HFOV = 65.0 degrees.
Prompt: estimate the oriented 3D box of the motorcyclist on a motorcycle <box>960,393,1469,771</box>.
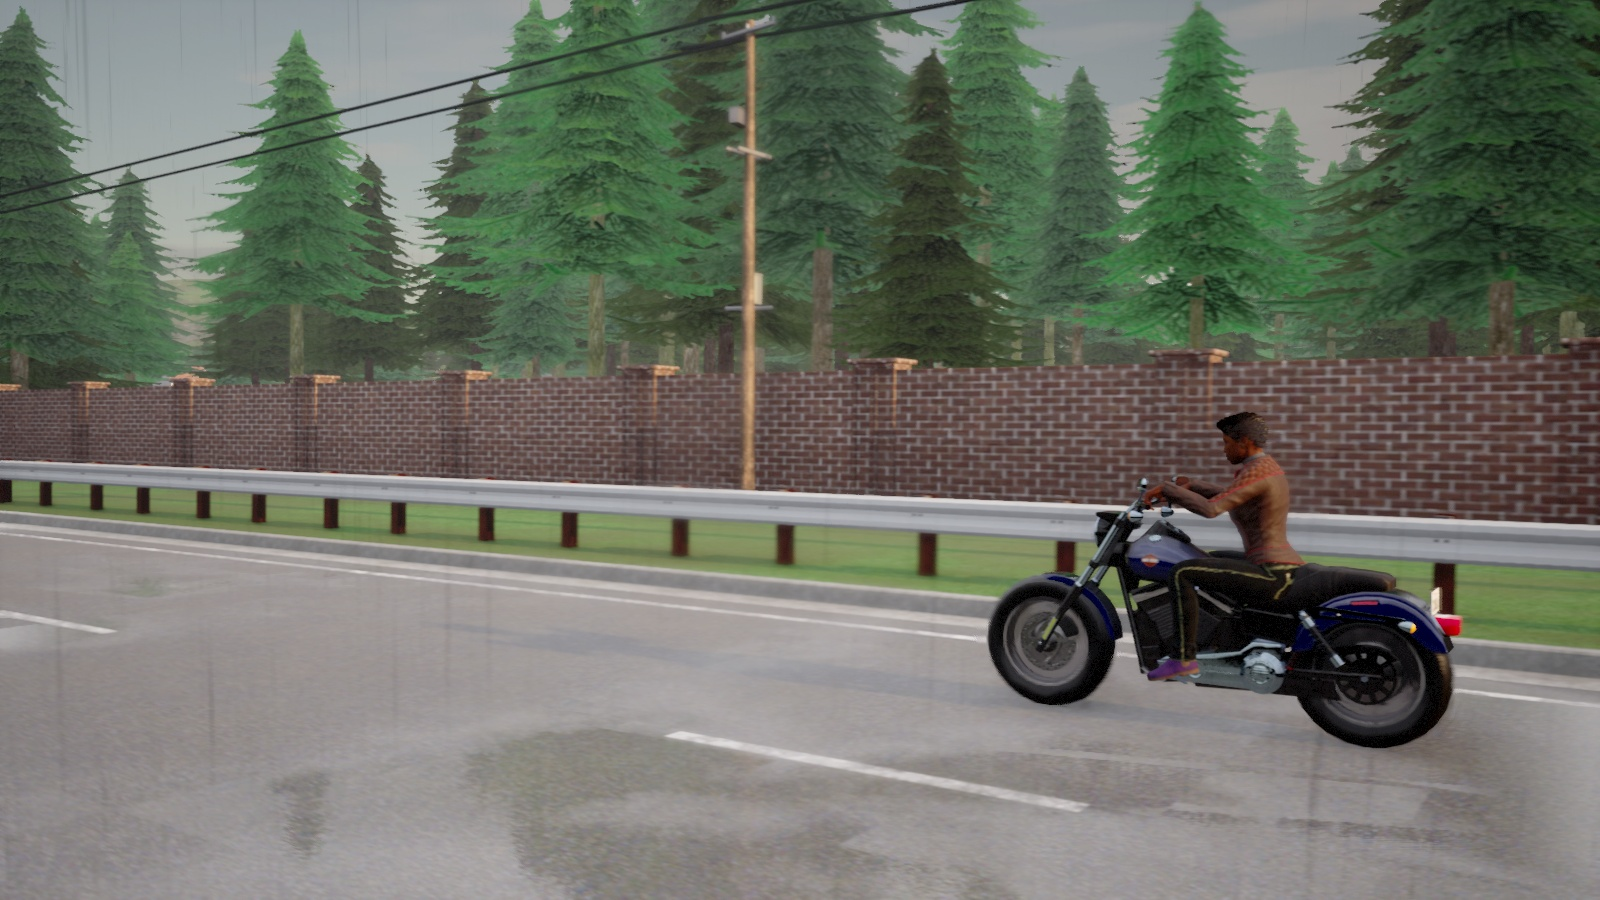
[{"bbox_3d":[2.066,0.575,6.452,2.350,1.649,0.766,0,1,34],"label":"motorcyclist on a motorcycle"}]
